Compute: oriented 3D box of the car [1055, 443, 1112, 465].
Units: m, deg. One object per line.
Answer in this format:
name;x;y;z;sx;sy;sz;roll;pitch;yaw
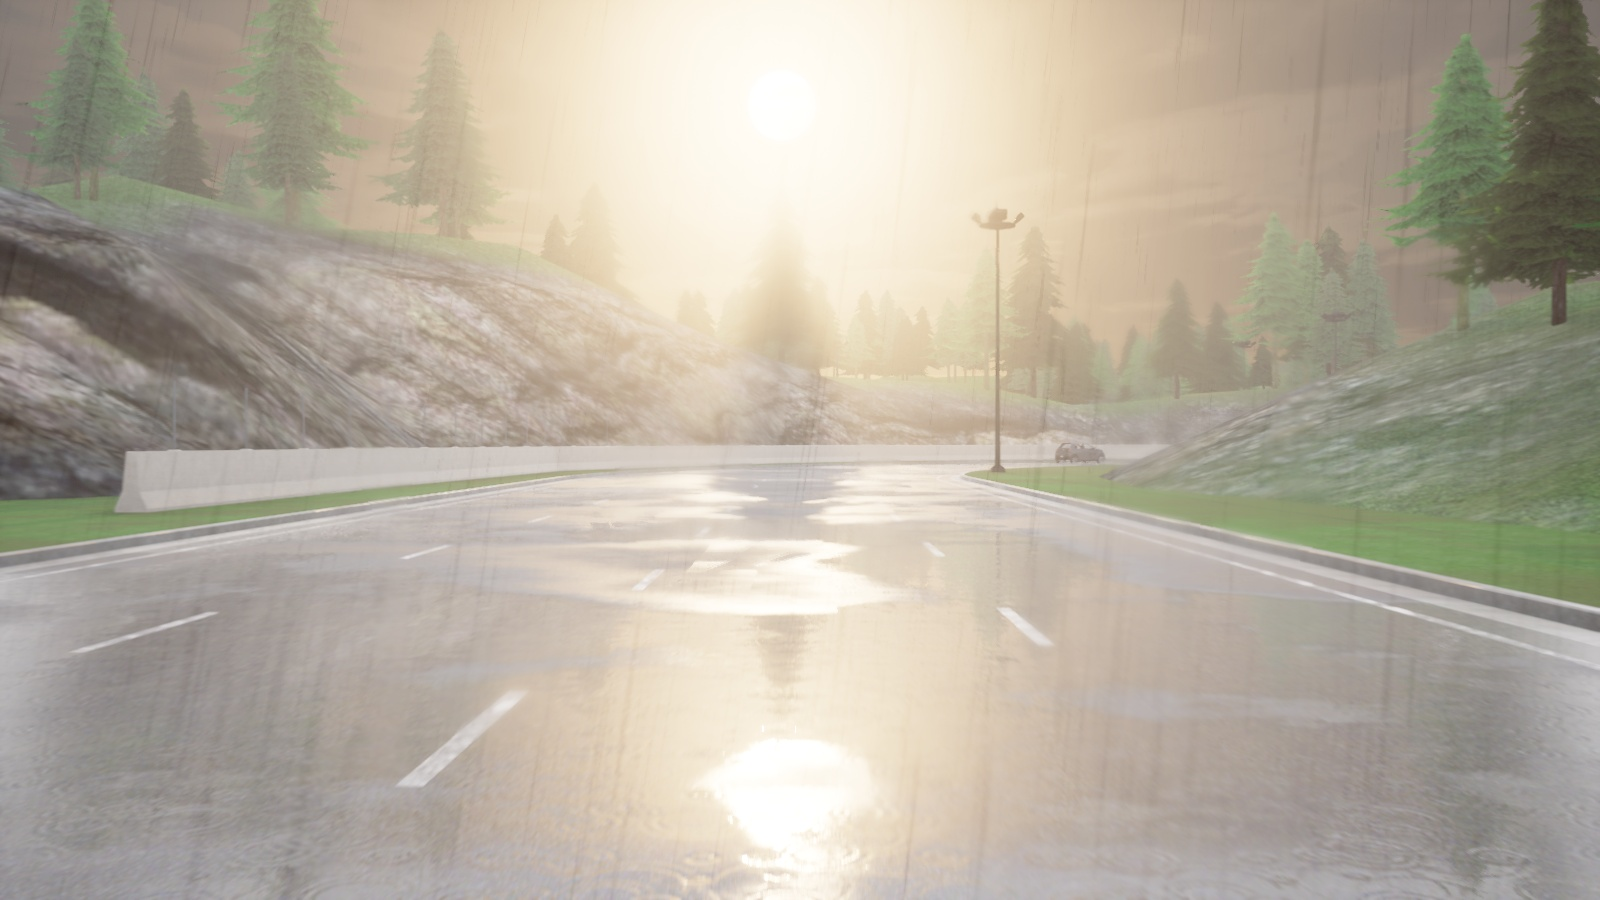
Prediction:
car;19.858;0.283;87.942;3.633;1.501;1.845;0;0;-30
